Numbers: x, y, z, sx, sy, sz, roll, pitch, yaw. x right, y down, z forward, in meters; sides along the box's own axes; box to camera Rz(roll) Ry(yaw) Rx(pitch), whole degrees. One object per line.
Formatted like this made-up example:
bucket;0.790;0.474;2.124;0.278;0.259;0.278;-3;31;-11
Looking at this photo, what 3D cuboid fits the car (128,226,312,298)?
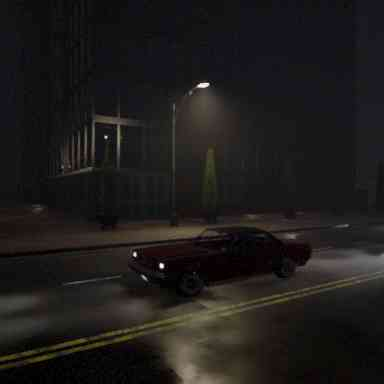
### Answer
car;0.824;1.600;8.575;4.718;1.301;1.895;0;0;-32
